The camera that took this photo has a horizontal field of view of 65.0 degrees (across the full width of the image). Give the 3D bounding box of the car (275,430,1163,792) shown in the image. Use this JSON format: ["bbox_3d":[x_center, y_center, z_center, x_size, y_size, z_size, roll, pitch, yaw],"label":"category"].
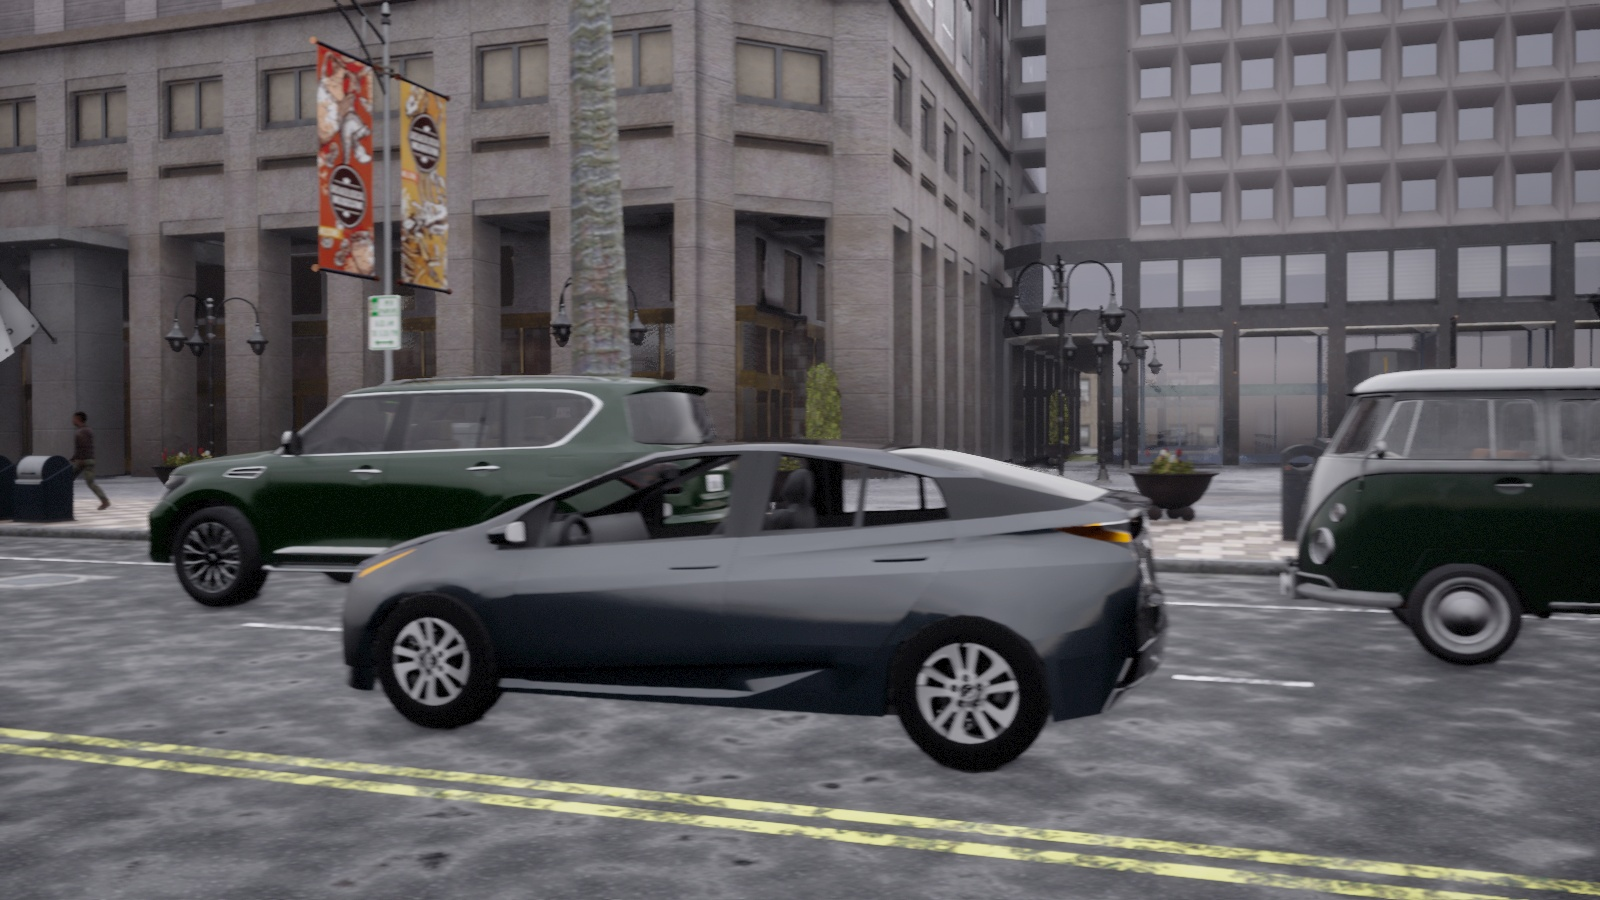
[{"bbox_3d":[-0.369,0.660,7.009,4.514,1.525,2.007,1,1,19],"label":"car"}]

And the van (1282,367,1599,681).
[{"bbox_3d":[5.739,0.462,8.640,4.442,1.987,1.775,1,1,19],"label":"van"}]

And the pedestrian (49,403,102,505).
[{"bbox_3d":[-13.124,0.069,22.761,0.703,1.840,0.431,0,1,-1],"label":"pedestrian"}]

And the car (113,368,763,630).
[{"bbox_3d":[-3.334,0.346,11.699,5.566,2.045,2.150,1,1,18],"label":"car"}]
